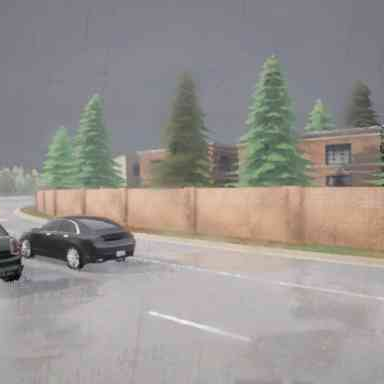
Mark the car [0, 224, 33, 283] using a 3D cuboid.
[{"bbox_3d":[-6.383,1.376,8.698,4.553,1.767,2.097,0,0,38],"label":"car"}]

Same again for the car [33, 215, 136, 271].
[{"bbox_3d":[-3.974,1.552,11.220,4.892,1.490,1.837,0,0,38],"label":"car"}]
